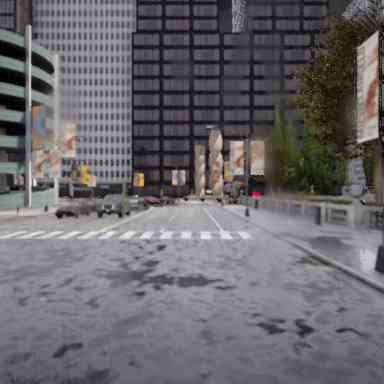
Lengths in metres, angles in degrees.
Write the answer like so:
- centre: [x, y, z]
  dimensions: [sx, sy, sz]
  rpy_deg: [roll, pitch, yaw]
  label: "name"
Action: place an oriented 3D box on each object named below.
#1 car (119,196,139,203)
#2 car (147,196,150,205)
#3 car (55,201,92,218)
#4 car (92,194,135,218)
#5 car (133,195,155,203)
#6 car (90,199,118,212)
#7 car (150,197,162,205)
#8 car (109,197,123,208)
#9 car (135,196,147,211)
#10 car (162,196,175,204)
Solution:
- centre: [-13.078, 1.504, 68.943]
  dimensions: [1.994, 1.385, 4.181]
  rpy_deg: [0, 0, -43]
  label: "car"
- centre: [-7.985, 1.549, 51.017]
  dimensions: [2.033, 1.411, 5.357]
  rpy_deg: [0, 0, -10]
  label: "car"
- centre: [-10.585, 1.549, 30.261]
  dimensions: [2.033, 1.411, 5.357]
  rpy_deg: [0, 0, 0]
  label: "car"
- centre: [-7.092, 1.223, 30.765]
  dimensions: [2.150, 2.045, 5.566]
  rpy_deg: [0, 0, 0]
  label: "car"
- centre: [-10.350, 1.481, 71.135]
  dimensions: [2.033, 1.411, 5.357]
  rpy_deg: [0, 0, -43]
  label: "car"
- centre: [-10.567, 1.549, 40.336]
  dimensions: [2.033, 1.411, 5.357]
  rpy_deg: [0, 0, 1]
  label: "car"
- centre: [-7.512, 1.602, 60.258]
  dimensions: [1.895, 1.301, 4.718]
  rpy_deg: [0, 0, -25]
  label: "car"
- centre: [-11.431, 1.506, 50.355]
  dimensions: [1.837, 1.490, 4.892]
  rpy_deg: [0, 0, -10]
  label: "car"
- centre: [-7.079, 1.527, 40.400]
  dimensions: [1.812, 1.442, 4.674]
  rpy_deg: [0, 0, 0]
  label: "car"
- centre: [-4.776, 1.506, 62.572]
  dimensions: [1.837, 1.490, 4.892]
  rpy_deg: [0, 0, -29]
  label: "car"
